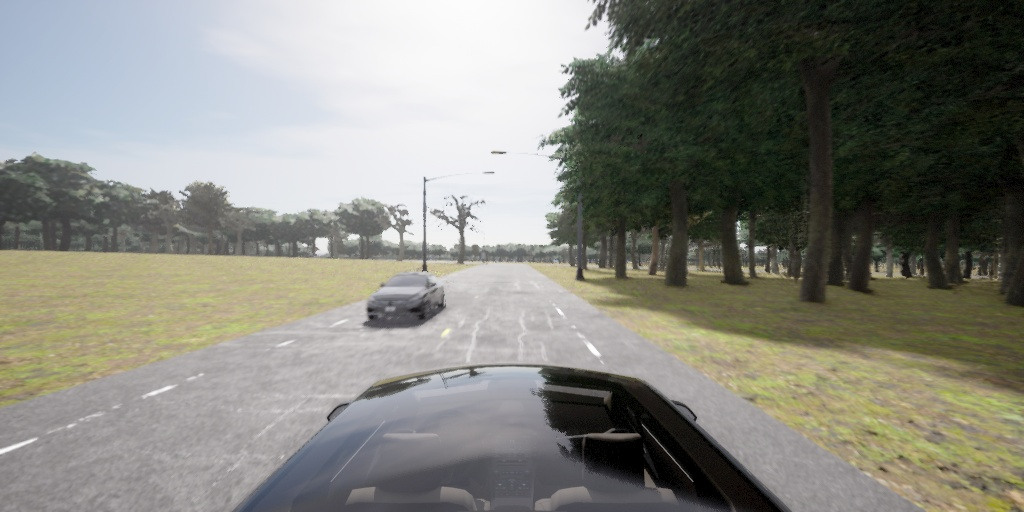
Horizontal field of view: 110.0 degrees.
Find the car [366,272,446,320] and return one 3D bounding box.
[{"bbox_3d":[-3.597,1.311,12.942,1.812,1.442,4.674,0,0,0],"label":"car"}]
